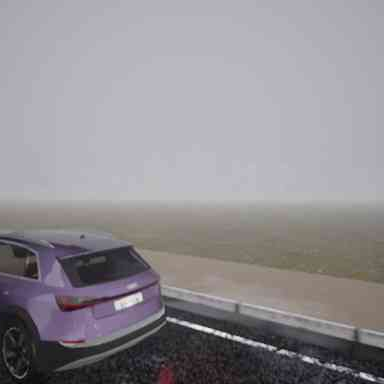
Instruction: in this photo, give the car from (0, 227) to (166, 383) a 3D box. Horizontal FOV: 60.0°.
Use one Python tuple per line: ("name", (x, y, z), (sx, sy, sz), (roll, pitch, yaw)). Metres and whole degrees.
("car", (-2.618, 1.402, 5.406), (4.856, 1.649, 2.033), (0, 0, 35))
